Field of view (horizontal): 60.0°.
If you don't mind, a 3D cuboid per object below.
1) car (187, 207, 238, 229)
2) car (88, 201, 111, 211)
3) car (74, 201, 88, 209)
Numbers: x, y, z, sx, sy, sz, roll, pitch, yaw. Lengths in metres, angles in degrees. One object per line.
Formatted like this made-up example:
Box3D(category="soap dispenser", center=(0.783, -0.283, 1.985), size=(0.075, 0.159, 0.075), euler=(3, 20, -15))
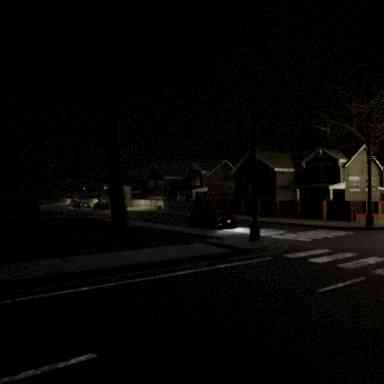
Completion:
Box3D(category="car", center=(1.419, 1.841, 24.335), size=(1.994, 1.385, 4.181), euler=(-1, 0, -34))
Box3D(category="car", center=(-13.501, 2.072, 50.504), size=(2.128, 1.511, 4.902), euler=(-1, 0, -35))
Box3D(category="car", center=(-19.530, 2.275, 58.995), size=(1.994, 1.385, 4.181), euler=(-1, 0, -35))
